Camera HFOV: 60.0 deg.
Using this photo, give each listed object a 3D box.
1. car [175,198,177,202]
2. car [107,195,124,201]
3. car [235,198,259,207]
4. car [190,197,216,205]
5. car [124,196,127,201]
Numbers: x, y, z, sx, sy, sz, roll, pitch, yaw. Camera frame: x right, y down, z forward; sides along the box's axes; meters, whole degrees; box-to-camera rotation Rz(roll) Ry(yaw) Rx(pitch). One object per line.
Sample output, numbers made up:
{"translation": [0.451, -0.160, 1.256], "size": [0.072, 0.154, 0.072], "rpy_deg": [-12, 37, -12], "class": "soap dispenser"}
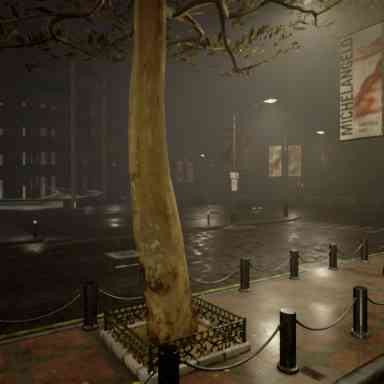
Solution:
{"translation": [-5.086, 1.477, 65.904], "size": [5.008, 1.535, 1.882], "rpy_deg": [0, 0, 41], "class": "car"}
{"translation": [-19.016, 1.474, 77.398], "size": [4.674, 1.442, 1.812], "rpy_deg": [0, 0, 12], "class": "car"}
{"translation": [8.018, 1.564, 49.571], "size": [1.994, 1.385, 4.181], "rpy_deg": [0, 0, -35], "class": "car"}
{"translation": [1.868, 1.547, 58.035], "size": [2.033, 1.411, 5.357], "rpy_deg": [0, 0, -38], "class": "car"}
{"translation": [-18.057, 1.464, 80.764], "size": [4.674, 1.442, 1.812], "rpy_deg": [0, 0, 12], "class": "car"}
